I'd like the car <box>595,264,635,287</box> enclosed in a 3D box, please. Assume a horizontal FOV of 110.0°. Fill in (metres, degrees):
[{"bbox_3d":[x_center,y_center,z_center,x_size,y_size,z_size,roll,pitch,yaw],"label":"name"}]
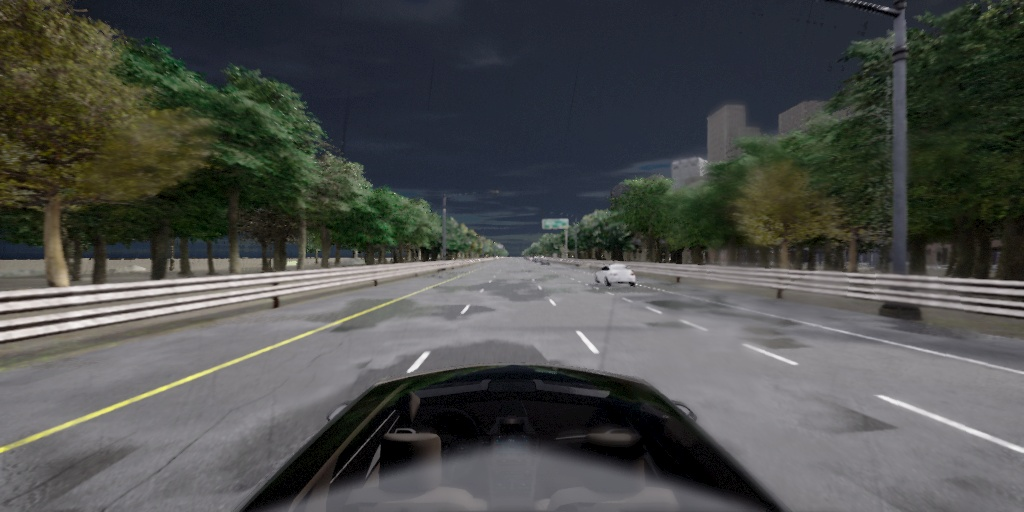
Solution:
[{"bbox_3d":[7.022,1.292,24.645,1.812,1.442,4.674,0,0,0],"label":"car"}]
